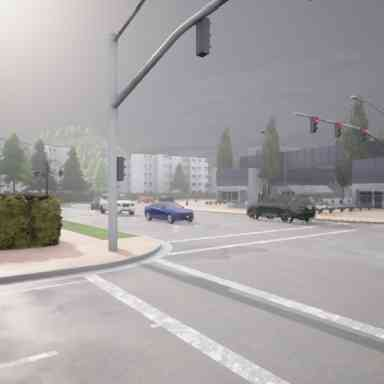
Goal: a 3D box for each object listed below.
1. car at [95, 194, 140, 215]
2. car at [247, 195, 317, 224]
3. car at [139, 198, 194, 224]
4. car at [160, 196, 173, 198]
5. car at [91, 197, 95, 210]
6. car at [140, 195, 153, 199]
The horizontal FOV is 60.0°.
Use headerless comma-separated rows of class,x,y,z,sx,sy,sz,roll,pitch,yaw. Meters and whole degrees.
car,-7.624,1.221,33.538,2.150,2.045,5.566,0,0,-32
car,6.696,1.221,25.326,2.150,2.045,5.566,0,0,-34
car,-1.815,1.477,25.359,1.882,1.535,5.008,0,0,-37
car,-5.250,1.477,69.690,1.882,1.535,5.008,0,0,20
car,-11.939,1.352,42.924,2.097,1.767,4.553,0,0,-17
car,-9.312,1.352,68.117,2.097,1.767,4.553,0,0,15
